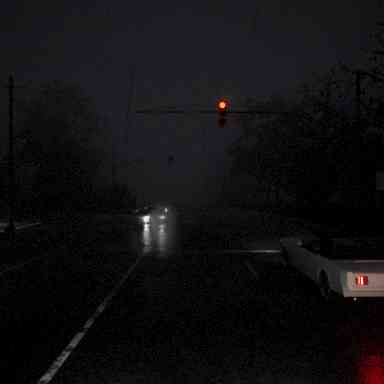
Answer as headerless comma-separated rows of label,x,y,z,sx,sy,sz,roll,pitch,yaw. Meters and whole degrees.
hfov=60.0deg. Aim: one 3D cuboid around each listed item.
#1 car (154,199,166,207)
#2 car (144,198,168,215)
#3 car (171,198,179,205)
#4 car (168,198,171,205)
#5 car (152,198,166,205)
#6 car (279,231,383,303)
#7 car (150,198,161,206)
car,-5.808,1.921,59.939,1.994,1.385,4.181,0,-1,-9
car,-3.795,1.535,34.179,1.812,1.442,4.674,0,0,-1
car,-5.056,2.126,73.620,1.882,1.535,5.008,0,-1,-19
car,-4.404,1.692,47.573,1.994,1.385,4.181,0,-1,-5
car,-8.289,2.388,82.951,2.128,1.511,4.902,0,-1,-25
car,3.587,1.601,8.152,1.895,1.301,4.718,0,0,0
car,-7.703,2.088,70.075,1.837,1.490,4.892,0,-1,-13
